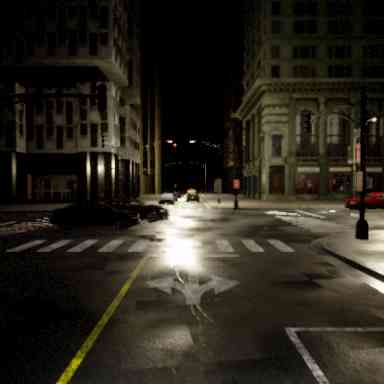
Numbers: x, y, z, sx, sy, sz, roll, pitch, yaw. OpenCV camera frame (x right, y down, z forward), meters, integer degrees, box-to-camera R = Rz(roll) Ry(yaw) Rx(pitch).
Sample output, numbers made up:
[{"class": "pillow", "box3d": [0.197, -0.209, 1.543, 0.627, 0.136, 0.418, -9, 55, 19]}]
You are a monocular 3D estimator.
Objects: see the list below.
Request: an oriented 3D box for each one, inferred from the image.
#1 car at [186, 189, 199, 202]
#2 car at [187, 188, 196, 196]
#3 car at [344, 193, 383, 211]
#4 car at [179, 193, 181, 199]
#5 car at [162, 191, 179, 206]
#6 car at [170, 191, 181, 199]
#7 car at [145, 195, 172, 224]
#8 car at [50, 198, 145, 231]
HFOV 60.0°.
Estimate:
[{"class": "car", "box3d": [0.125, 0.729, 50.837, 1.994, 1.385, 4.181, 0, 1, 0]}, {"class": "car", "box3d": [-0.048, -0.016, 80.772, 2.097, 1.767, 4.553, 0, 1, 0]}, {"class": "car", "box3d": [15.339, 0.793, 27.751, 5.008, 1.535, 1.882, -1, 1, 0]}, {"class": "car", "box3d": [-3.040, 0.705, 51.256, 2.033, 1.411, 5.357, 0, 1, -1]}, {"class": "car", "box3d": [-3.017, 0.878, 41.192, 2.033, 1.411, 5.357, 0, 1, 0]}, {"class": "car", "box3d": [-2.999, 0.545, 61.313, 1.994, 1.385, 4.181, 0, 1, 0]}, {"class": "car", "box3d": [-3.945, 1.164, 21.116, 4.902, 1.511, 2.128, -1, 1, 0]}, {"class": "car", "box3d": [-5.143, 1.239, 17.863, 4.674, 1.442, 1.812, 0, 1, 0]}]
